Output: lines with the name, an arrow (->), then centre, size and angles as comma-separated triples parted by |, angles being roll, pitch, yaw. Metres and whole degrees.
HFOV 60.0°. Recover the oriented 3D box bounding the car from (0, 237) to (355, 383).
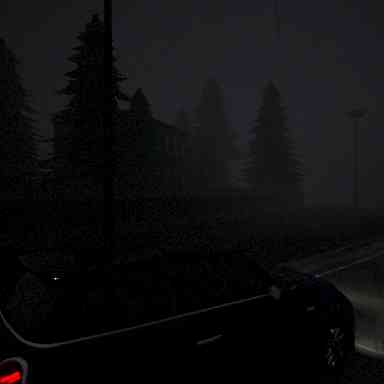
car -> -0.013, 1.351, 4.006 | 4.553, 1.767, 2.097 | 0, 0, -37
